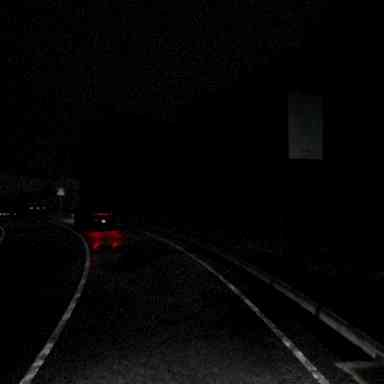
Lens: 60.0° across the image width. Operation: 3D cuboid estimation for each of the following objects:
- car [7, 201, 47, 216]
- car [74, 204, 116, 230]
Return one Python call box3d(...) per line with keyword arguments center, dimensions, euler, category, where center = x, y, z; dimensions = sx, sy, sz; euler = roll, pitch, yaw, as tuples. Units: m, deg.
box3d(center=(-16.735, 1.639, 33.648), dimensions=(5.357, 1.411, 2.033), euler=(-1, -1, 40), category="car")
box3d(center=(-6.415, 1.519, 21.746), dimensions=(2.128, 1.511, 4.902), euler=(0, 0, -30), category="car")
